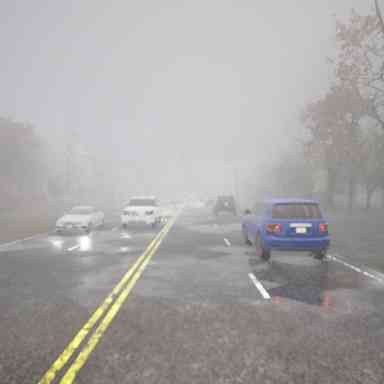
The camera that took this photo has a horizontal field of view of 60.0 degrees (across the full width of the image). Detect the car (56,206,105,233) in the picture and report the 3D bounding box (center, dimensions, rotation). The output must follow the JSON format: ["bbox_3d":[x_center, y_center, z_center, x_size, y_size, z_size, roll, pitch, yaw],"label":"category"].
[{"bbox_3d":[-6.601,1.599,20.215,1.812,1.442,4.674,0,0,0],"label":"car"}]

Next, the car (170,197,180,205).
[{"bbox_3d":[-3.279,1.726,65.002,1.812,1.442,4.674,0,0,0],"label":"car"}]

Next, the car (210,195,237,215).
[{"bbox_3d":[3.361,1.343,35.065,2.150,2.045,5.566,0,0,0],"label":"car"}]

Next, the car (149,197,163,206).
[{"bbox_3d":[-6.551,1.689,60.997,2.128,1.511,4.902,0,0,1],"label":"car"}]

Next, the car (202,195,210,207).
[{"bbox_3d":[3.246,1.670,55.822,2.128,1.511,4.902,0,0,0],"label":"car"}]

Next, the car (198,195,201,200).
[{"bbox_3d":[3.196,1.566,77.813,2.097,1.767,4.553,0,0,0],"label":"car"}]

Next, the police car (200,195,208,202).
[{"bbox_3d":[3.159,1.644,88.958,1.930,1.638,5.238,0,0,0],"label":"police car"}]

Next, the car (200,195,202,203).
[{"bbox_3d":[3.233,1.803,66.870,1.895,1.301,4.718,0,0,0],"label":"car"}]

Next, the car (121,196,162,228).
[{"bbox_3d":[-3.352,1.304,23.083,2.150,2.045,5.566,0,0,0],"label":"car"}]

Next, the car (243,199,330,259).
[{"bbox_3d":[3.362,1.267,12.865,2.150,2.045,5.566,0,0,0],"label":"car"}]
